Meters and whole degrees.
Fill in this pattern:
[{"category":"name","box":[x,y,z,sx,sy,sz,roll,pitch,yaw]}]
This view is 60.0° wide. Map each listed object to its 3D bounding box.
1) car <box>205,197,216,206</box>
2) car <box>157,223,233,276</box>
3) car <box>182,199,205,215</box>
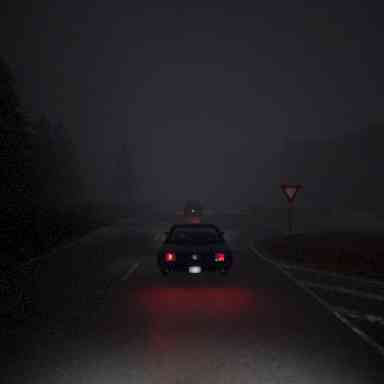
[{"category":"car","box":[2.978,1.533,57.287,1.816,1.474,4.193,-6,0,-2]},{"category":"car","box":[0.083,1.615,10.324,1.895,1.301,4.718,0,0,0]},{"category":"car","box":[0.095,1.553,33.986,1.837,1.490,4.892,0,0,0]}]
